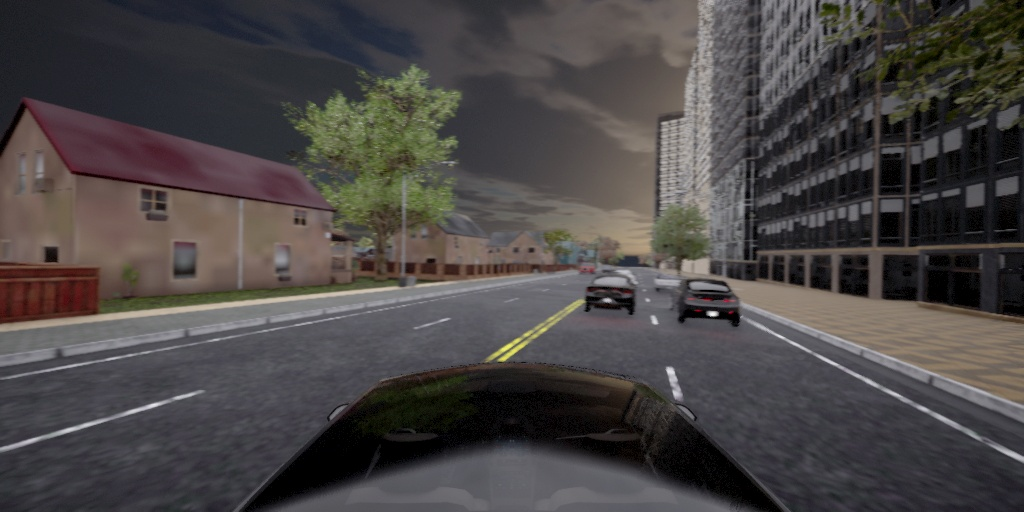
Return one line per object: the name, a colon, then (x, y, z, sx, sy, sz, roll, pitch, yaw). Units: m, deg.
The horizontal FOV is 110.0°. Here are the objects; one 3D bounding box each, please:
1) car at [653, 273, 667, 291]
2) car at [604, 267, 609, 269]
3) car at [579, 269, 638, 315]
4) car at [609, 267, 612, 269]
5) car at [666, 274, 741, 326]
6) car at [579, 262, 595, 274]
car: (11.709, 1.968, 26.985, 1.895, 1.301, 4.718, 1, -1, 20)
car: (15.547, 2.476, 58.315, 2.033, 1.411, 5.357, 1, -1, 20)
car: (4.351, 1.516, 15.555, 1.882, 1.535, 5.008, 1, 0, 20)
car: (9.091, 1.867, 29.327, 1.812, 1.442, 4.674, 1, -1, 19)
car: (7.035, 1.575, 13.402, 1.837, 1.490, 4.892, 1, 0, 20)
car: (12.468, 2.094, 59.340, 2.150, 2.045, 5.566, 1, -1, 20)
